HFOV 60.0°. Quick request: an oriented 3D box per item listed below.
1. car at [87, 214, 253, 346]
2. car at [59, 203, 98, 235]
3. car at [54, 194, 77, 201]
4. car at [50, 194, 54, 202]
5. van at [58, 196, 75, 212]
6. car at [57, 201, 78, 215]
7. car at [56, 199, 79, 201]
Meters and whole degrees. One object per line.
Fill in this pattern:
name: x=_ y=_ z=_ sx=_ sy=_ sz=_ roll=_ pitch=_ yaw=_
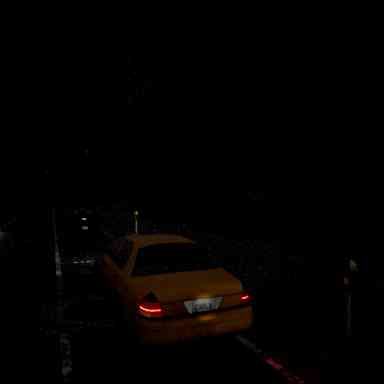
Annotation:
car: x=-0.847 y=1.457 z=6.717 sx=1.801 sy=1.575 sz=5.366 roll=0 pitch=0 yaw=-23
car: x=-6.189 y=1.551 z=18.625 sx=2.008 sy=1.369 sz=4.403 roll=0 pitch=0 yaw=-23
car: x=-12.632 y=1.316 z=33.892 sx=2.192 sy=1.841 sz=5.009 roll=0 pitch=0 yaw=-23
car: x=-32.109 y=1.469 z=79.305 sx=1.967 sy=1.590 sz=4.097 roll=0 pitch=0 yaw=-24
van: x=-14.780 y=1.342 z=38.980 sx=1.690 sy=1.788 sz=3.998 roll=0 pitch=0 yaw=-23
car: x=-8.336 y=1.551 z=23.713 sx=2.008 sy=1.369 sz=4.403 roll=0 pitch=0 yaw=-23
car: x=-10.484 y=1.567 z=28.802 sx=1.947 sy=1.339 sz=4.313 roll=0 pitch=0 yaw=-23
